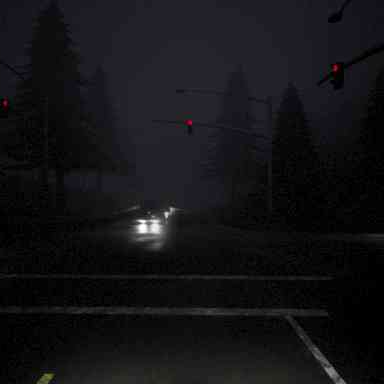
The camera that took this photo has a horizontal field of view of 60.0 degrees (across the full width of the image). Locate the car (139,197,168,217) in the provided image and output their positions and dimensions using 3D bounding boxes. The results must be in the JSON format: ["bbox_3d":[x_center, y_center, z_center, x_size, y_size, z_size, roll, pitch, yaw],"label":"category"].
[{"bbox_3d":[-3.664,1.491,30.732,2.128,1.511,4.902,0,0,0],"label":"car"}]

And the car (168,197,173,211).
[{"bbox_3d":[-3.663,1.478,40.235,1.882,1.535,5.008,0,0,0],"label":"car"}]

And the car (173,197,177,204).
[{"bbox_3d":[-3.955,1.491,50.385,2.128,1.511,4.902,0,0,-7],"label":"car"}]

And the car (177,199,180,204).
[{"bbox_3d":[-4.122,1.564,61.576,1.994,1.385,4.181,0,0,-39],"label":"car"}]
